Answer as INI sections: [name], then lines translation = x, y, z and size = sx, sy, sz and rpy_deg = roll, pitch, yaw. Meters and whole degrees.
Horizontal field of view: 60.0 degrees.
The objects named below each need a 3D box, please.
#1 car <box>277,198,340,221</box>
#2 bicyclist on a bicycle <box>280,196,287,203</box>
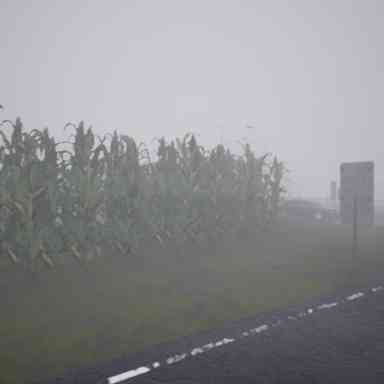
[car]
translation = 8.669, 1.272, 24.858
size = 1.837, 1.490, 4.892
rpy_deg = 1, 0, -36
[bicyclist on a bicycle]
translation = 9.346, 1.197, 34.125
size = 1.656, 1.620, 0.582
rpy_deg = -1, 1, -36
